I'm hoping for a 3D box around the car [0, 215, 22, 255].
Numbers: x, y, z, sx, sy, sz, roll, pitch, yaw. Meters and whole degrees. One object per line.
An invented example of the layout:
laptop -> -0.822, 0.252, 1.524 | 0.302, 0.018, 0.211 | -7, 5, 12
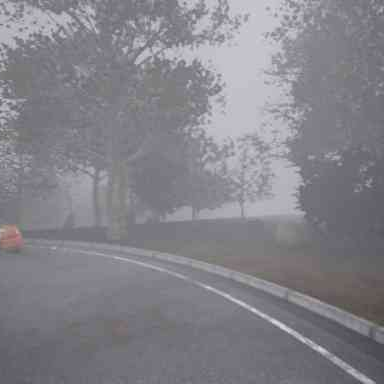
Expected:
car -> -9.005, 1.666, 13.351 | 4.553, 1.767, 2.097 | -2, 0, 29
